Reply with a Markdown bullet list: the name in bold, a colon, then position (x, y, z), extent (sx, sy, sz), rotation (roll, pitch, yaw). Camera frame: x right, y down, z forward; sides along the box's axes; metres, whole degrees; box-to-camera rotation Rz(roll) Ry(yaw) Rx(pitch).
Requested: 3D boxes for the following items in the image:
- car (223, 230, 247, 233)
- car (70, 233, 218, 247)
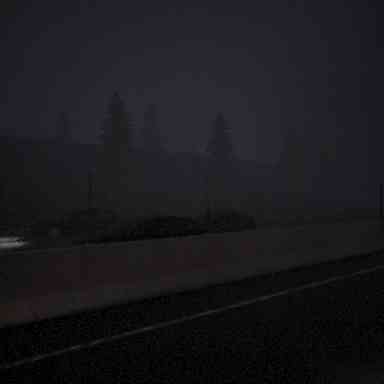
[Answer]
- **car**: position (1.120, 1.596, 17.714), extent (5.357, 1.411, 2.033), rotation (0, 0, -36)
- **car**: position (-1.635, 1.530, 11.436), extent (4.892, 1.490, 1.837), rotation (0, 0, -36)
